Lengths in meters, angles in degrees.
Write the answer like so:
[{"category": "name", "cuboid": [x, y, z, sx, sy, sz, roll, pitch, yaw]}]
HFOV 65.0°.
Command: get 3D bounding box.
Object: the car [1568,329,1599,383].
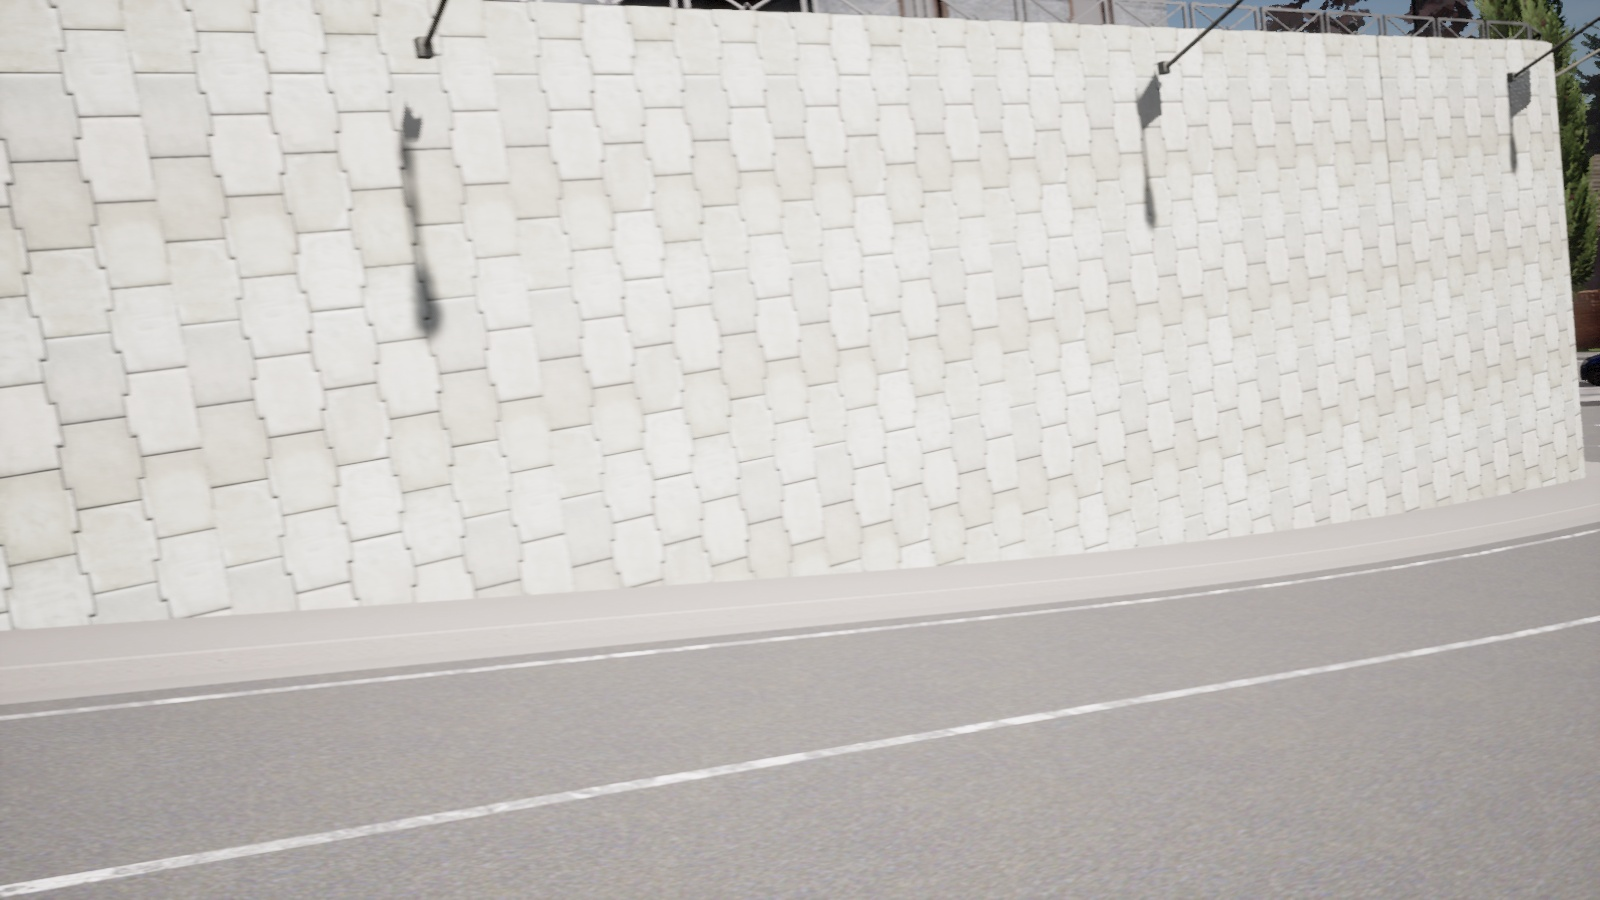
[{"category": "car", "cuboid": [27.677, -3.198, 40.954, 1.851, 1.617, 3.988, -12, 7, -35]}]
